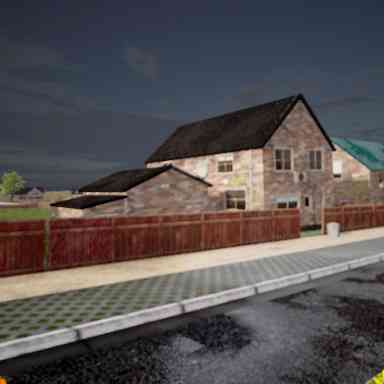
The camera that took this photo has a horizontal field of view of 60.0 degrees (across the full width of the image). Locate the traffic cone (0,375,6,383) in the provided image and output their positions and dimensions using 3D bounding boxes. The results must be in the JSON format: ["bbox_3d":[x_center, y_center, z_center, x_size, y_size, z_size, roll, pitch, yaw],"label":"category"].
[{"bbox_3d":[-2.277,1.956,3.742,0.340,0.580,0.340,0,0,-36],"label":"traffic cone"}]
